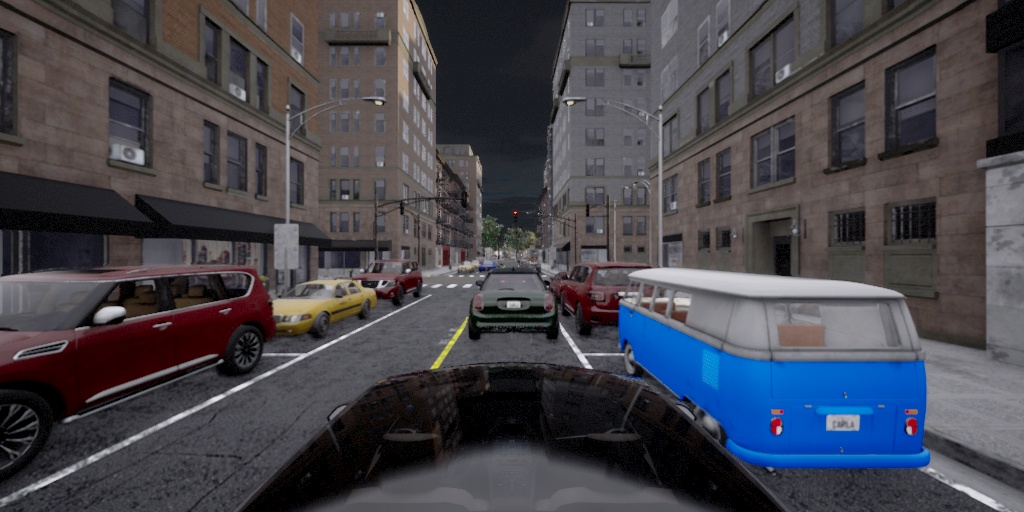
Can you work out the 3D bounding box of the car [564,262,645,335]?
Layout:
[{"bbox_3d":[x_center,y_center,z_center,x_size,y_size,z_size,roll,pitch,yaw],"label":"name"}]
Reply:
[{"bbox_3d":[2.626,1.062,10.385,2.192,1.841,5.009,0,0,0],"label":"car"}]

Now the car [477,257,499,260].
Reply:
[{"bbox_3d":[-2.901,1.215,43.303,1.882,1.535,5.008,0,1,0],"label":"car"}]

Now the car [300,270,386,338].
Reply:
[{"bbox_3d":[-5.411,1.273,10.205,1.751,1.417,4.829,0,0,0],"label":"car"}]

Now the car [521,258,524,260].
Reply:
[{"bbox_3d":[2.572,1.281,48.554,1.888,1.381,4.507,0,0,0],"label":"car"}]

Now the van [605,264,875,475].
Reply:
[{"bbox_3d":[2.635,1.090,4.706,1.690,1.789,3.998,0,0,0],"label":"van"}]

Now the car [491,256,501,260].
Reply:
[{"bbox_3d":[-2.909,1.226,58.004,2.128,1.511,4.902,0,0,0],"label":"car"}]

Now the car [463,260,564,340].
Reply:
[{"bbox_3d":[0.023,1.099,10.080,2.097,1.767,4.553,0,0,0],"label":"car"}]

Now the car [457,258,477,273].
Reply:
[{"bbox_3d":[-5.473,1.262,42.891,1.751,1.417,4.829,0,0,0],"label":"car"}]

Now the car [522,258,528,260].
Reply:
[{"bbox_3d":[2.580,1.288,43.073,2.007,1.370,4.403,0,0,0],"label":"car"}]

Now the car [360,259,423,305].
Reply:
[{"bbox_3d":[-5.420,1.060,16.054,2.192,1.841,5.009,0,0,0],"label":"car"}]

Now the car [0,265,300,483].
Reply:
[{"bbox_3d":[-5.402,1.064,4.697,2.192,1.841,5.009,0,0,0],"label":"car"}]
